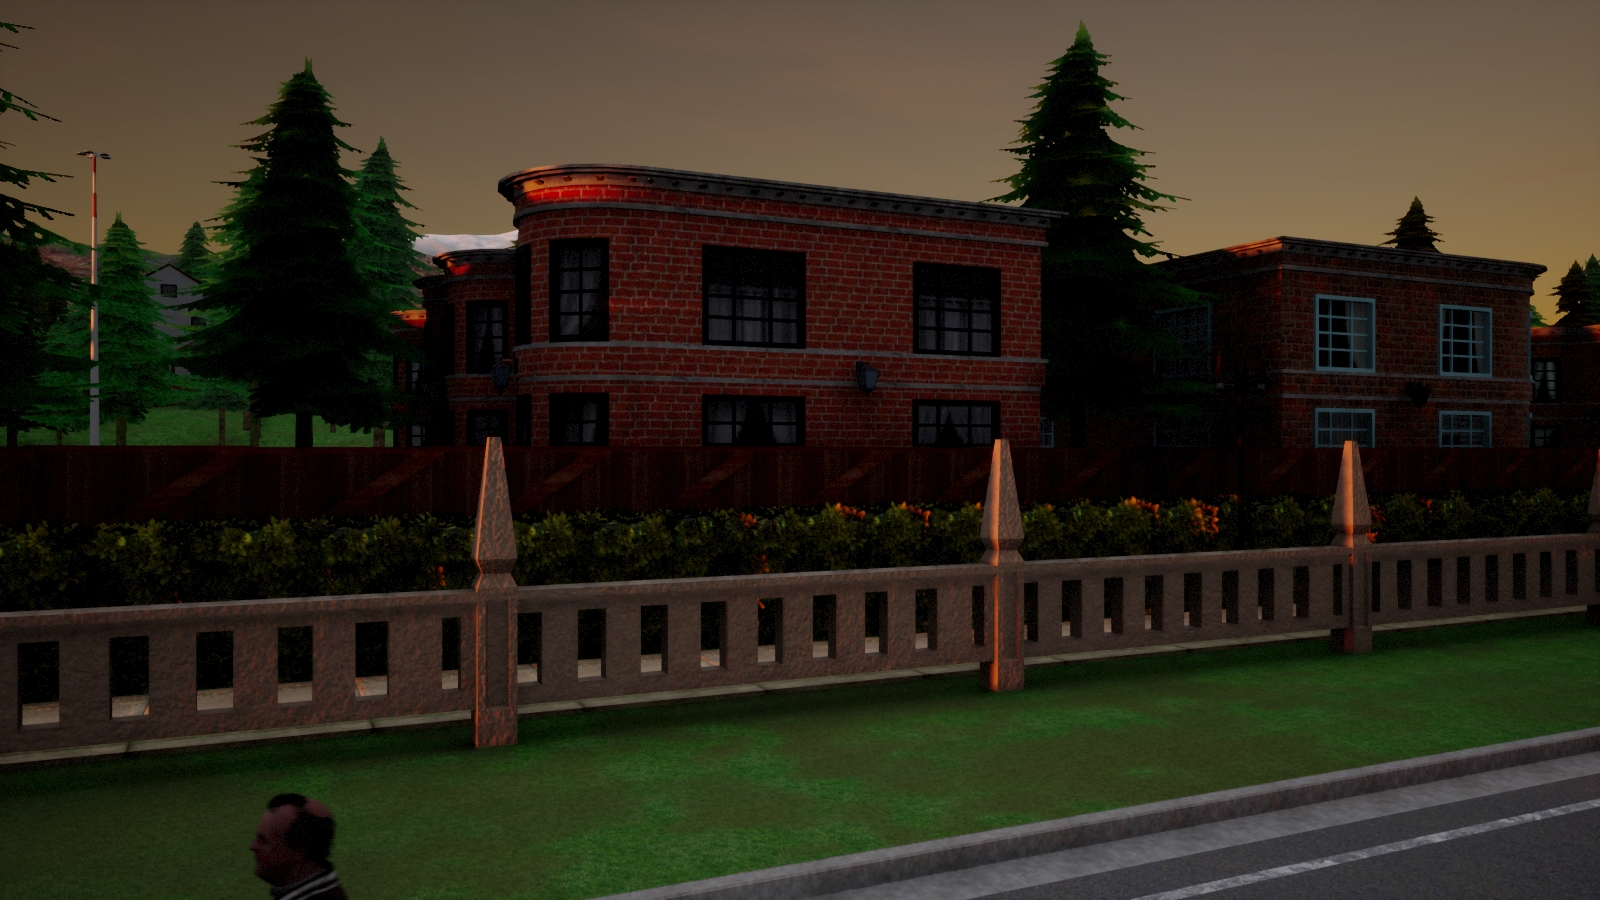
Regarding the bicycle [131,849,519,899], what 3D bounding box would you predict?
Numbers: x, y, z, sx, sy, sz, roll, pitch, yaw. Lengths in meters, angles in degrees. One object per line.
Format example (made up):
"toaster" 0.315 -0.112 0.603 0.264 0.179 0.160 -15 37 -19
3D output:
"bicycle" -1.770 2.060 3.270 1.835 1.471 0.329 0 0 -25
